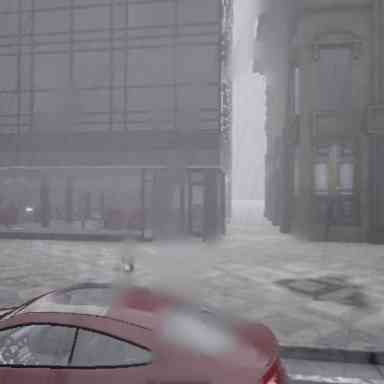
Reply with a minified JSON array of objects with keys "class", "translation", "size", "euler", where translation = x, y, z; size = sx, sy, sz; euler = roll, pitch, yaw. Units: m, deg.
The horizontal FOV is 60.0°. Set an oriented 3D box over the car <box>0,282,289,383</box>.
[{"class":"car","translation":[-1.228,1.611,3.236],"size":[4.206,1.307,1.802],"euler":[0,0,8]}]
